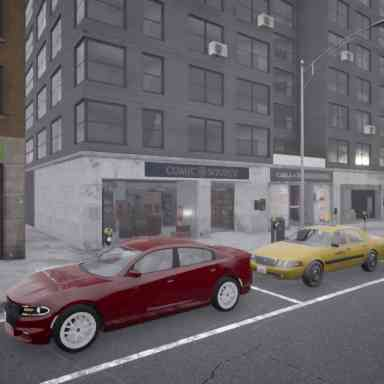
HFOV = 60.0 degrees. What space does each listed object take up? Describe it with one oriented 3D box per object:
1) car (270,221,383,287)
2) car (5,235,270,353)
[{"bbox_3d":[3.626,1.525,9.302,4.829,1.417,1.752,0,0,-35],"label":"car"},{"bbox_3d":[-0.867,1.545,6.132,4.507,1.381,1.887,0,0,-35],"label":"car"}]
